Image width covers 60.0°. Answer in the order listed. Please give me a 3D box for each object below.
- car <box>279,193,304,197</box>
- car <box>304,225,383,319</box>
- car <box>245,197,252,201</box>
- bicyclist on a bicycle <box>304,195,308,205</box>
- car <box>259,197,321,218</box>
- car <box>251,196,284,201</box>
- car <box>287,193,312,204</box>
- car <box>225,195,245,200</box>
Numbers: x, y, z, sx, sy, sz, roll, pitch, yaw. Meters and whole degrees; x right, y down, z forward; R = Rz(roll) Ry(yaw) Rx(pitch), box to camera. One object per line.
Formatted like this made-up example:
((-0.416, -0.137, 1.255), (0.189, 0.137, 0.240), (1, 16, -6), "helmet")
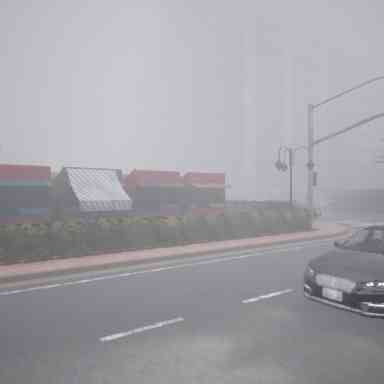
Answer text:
((16.632, 1.113, 57.399), (1.905, 1.878, 3.866), (0, 0, -36), "car")
((4.406, 1.491, 7.137), (4.902, 1.511, 2.128), (0, 0, -35), "car")
((8.200, 1.469, 46.893), (1.812, 1.442, 4.674), (0, 0, -36), "car")
((15.550, 1.245, 44.917), (1.656, 1.620, 0.582), (0, 0, -36), "bicyclist on a bicycle")
((8.517, 1.435, 28.222), (2.128, 1.511, 4.902), (0, 0, -36), "car")
((8.683, 1.470, 33.971), (1.812, 1.442, 4.674), (0, 0, -36), "car")
((19.024, 1.113, 59.110), (1.905, 1.878, 3.866), (0, 0, -36), "car")
((2.738, 1.166, 36.210), (2.150, 2.045, 5.566), (0, 0, -36), "car")
